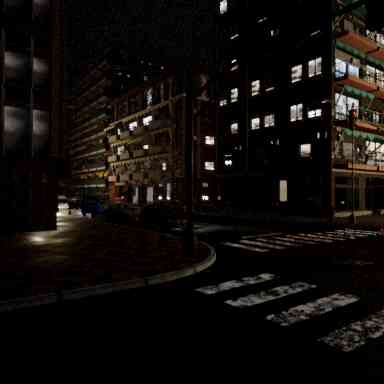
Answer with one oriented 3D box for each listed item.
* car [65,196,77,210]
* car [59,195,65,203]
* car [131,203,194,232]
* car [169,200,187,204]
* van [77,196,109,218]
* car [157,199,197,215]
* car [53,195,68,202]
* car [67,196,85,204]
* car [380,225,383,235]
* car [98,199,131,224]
[{"bbox_3d":[-13.673,1.521,40.836,1.895,1.301,4.718,0,0,-35],"label":"car"},{"bbox_3d":[-24.450,1.456,61.263,2.033,1.411,5.357,0,0,-35],"label":"car"},{"bbox_3d":[-1.753,1.526,19.787,1.802,1.307,4.206,0,0,-36],"label":"car"},{"bbox_3d":[-2.218,1.510,24.867,1.994,1.385,4.181,0,0,-36],"label":"car"},{"bbox_3d":[-8.363,1.265,28.985,1.690,1.788,3.998,0,0,-36],"label":"van"},{"bbox_3d":[-1.659,1.488,34.014,1.752,1.417,4.829,0,0,-36],"label":"car"},{"bbox_3d":[-28.005,1.360,70.667,1.967,1.590,4.097,0,0,-36],"label":"car"},{"bbox_3d":[-21.493,1.447,61.607,1.752,1.417,4.829,0,0,-36],"label":"car"},{"bbox_3d":[9.812,1.598,12.409,4.718,1.301,1.895,0,0,22],"label":"car"},{"bbox_3d":[-4.959,1.459,24.248,1.752,1.417,4.829,0,0,-36],"label":"car"}]
